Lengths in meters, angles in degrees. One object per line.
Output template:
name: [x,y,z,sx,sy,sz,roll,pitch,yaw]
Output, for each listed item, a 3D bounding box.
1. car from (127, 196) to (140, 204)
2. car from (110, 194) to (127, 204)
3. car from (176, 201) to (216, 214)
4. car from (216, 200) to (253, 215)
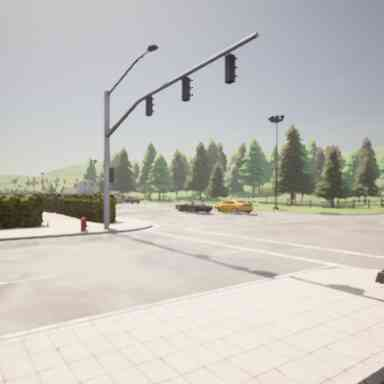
car: [-12.014,1.633,66.465,1.837,1.490,4.892,0,0,-35]
car: [-15.132,1.591,64.822,1.882,1.535,5.008,0,0,-35]
car: [0.131,1.696,36.671,1.895,1.301,4.718,0,0,-34]
car: [4.514,1.588,36.439,1.882,1.535,5.008,0,0,-34]
